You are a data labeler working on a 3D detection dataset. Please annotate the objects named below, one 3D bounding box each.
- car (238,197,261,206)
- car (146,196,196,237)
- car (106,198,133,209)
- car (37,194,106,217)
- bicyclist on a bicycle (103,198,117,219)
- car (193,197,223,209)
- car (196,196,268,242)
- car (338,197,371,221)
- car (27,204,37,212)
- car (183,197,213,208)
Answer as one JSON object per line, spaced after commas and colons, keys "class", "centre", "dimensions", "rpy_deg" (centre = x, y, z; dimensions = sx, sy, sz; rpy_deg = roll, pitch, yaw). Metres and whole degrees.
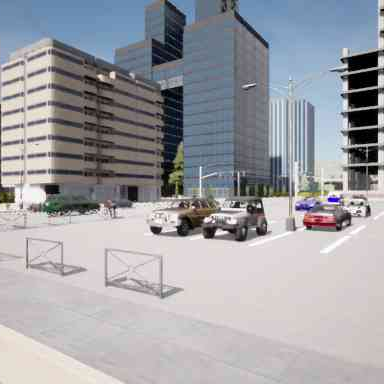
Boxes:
{"class": "car", "centre": [10.073, 1.550, 57.766], "dimensions": [2.033, 1.411, 5.357], "rpy_deg": [0, 0, 34]}
{"class": "car", "centre": [-0.236, 1.154, 17.251], "dimensions": [1.932, 1.855, 4.605], "rpy_deg": [0, 0, 34]}
{"class": "car", "centre": [-10.287, 1.568, 46.523], "dimensions": [1.994, 1.385, 4.181], "rpy_deg": [0, 0, 35]}
{"class": "car", "centre": [-11.425, 1.224, 31.907], "dimensions": [2.150, 2.045, 5.566], "rpy_deg": [0, 0, 34]}
{"class": "bicyclist on a bicycle", "centre": [-6.479, 1.304, 26.202], "dimensions": [1.656, 1.620, 0.582], "rpy_deg": [0, 0, 34]}
{"class": "car", "centre": [2.296, 1.504, 46.135], "dimensions": [1.837, 1.490, 4.892], "rpy_deg": [0, -1, 34]}
{"class": "car", "centre": [2.134, 1.157, 15.589], "dimensions": [1.905, 1.878, 3.866], "rpy_deg": [0, 0, 34]}
{"class": "car", "centre": [14.138, 1.396, 28.564], "dimensions": [1.970, 1.475, 3.806], "rpy_deg": [0, 0, 34]}
{"class": "car", "centre": [-15.913, 1.551, 38.150], "dimensions": [2.033, 1.411, 5.357], "rpy_deg": [0, 0, 34]}
{"class": "car", "centre": [1.031, 1.550, 50.539], "dimensions": [2.033, 1.411, 5.357], "rpy_deg": [0, 0, 34]}
